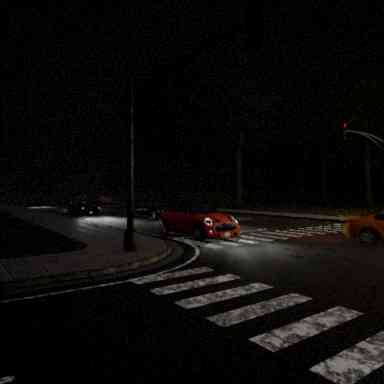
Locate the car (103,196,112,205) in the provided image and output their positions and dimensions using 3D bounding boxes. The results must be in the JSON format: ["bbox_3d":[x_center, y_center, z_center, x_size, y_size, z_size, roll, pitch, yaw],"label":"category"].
[{"bbox_3d":[-14.496,1.349,53.876,1.812,1.442,4.674,0,0,-35],"label":"car"}]

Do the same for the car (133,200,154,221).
[{"bbox_3d":[-3.091,1.405,26.877,2.128,1.511,4.902,0,0,-36],"label":"car"}]

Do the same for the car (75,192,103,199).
[{"bbox_3d":[-15.556,1.186,49.849,2.097,1.767,4.553,0,0,-35],"label":"car"}]

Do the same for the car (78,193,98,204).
[{"bbox_3d":[-18.701,1.163,59.632,2.097,1.767,4.553,0,0,-36],"label":"car"}]

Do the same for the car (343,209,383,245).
[{"bbox_3d":[9.060,1.452,13.861,5.008,1.535,1.882,0,1,33],"label":"car"}]

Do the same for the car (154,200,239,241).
[{"bbox_3d":[0.273,1.309,16.708,2.097,1.767,4.553,0,0,-36],"label":"car"}]

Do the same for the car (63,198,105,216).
[{"bbox_3d":[-10.147,1.495,31.070,1.895,1.301,4.718,0,0,-36],"label":"car"}]

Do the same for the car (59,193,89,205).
[{"bbox_3d":[-15.945,1.326,44.647,1.882,1.535,5.008,0,0,-36],"label":"car"}]

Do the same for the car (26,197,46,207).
[{"bbox_3d":[-23.115,1.385,49.111,2.033,1.411,5.357,0,0,-36],"label":"car"}]
